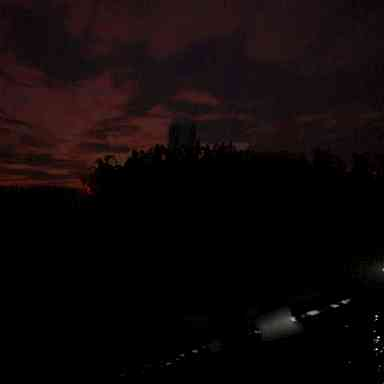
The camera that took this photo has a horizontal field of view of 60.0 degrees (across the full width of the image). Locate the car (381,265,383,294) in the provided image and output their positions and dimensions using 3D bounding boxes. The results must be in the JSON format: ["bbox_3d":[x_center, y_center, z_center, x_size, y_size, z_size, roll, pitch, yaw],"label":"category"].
[{"bbox_3d":[6.101,1.489,7.256,5.008,1.535,1.882,-1,1,-34],"label":"car"}]
